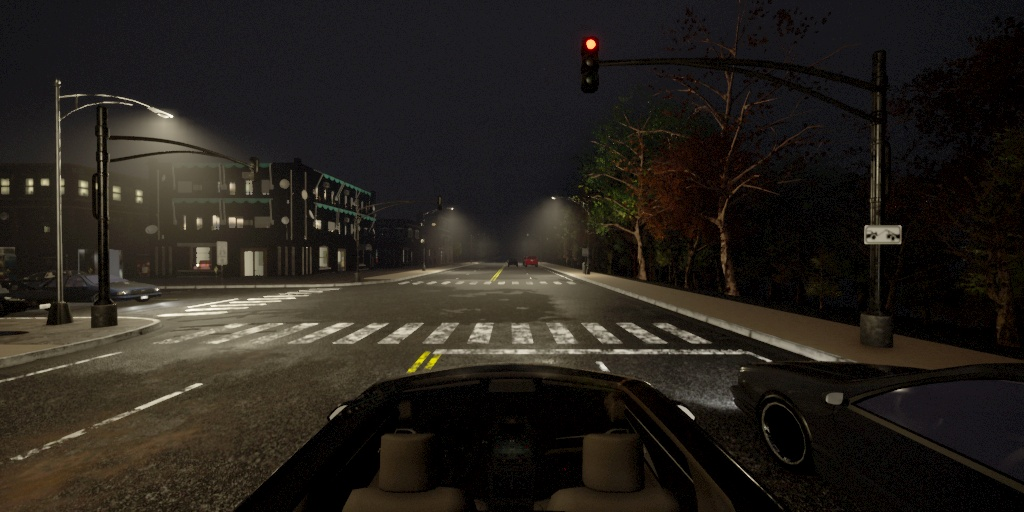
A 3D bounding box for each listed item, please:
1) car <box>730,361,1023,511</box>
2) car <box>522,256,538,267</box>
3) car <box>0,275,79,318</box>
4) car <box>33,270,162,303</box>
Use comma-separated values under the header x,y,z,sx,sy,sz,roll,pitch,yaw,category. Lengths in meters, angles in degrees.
x,y,z,sx,sy,sz,roll,pitch,yaw,category
3.327,1.297,1.672,2.033,1.411,5.357,0,0,3,car
3.416,0.948,63.877,2.150,2.045,5.566,0,0,0,car
-19.935,1.565,13.654,4.313,1.339,1.948,0,0,0,car
-19.287,1.511,16.380,5.357,1.411,2.033,-1,1,3,car
